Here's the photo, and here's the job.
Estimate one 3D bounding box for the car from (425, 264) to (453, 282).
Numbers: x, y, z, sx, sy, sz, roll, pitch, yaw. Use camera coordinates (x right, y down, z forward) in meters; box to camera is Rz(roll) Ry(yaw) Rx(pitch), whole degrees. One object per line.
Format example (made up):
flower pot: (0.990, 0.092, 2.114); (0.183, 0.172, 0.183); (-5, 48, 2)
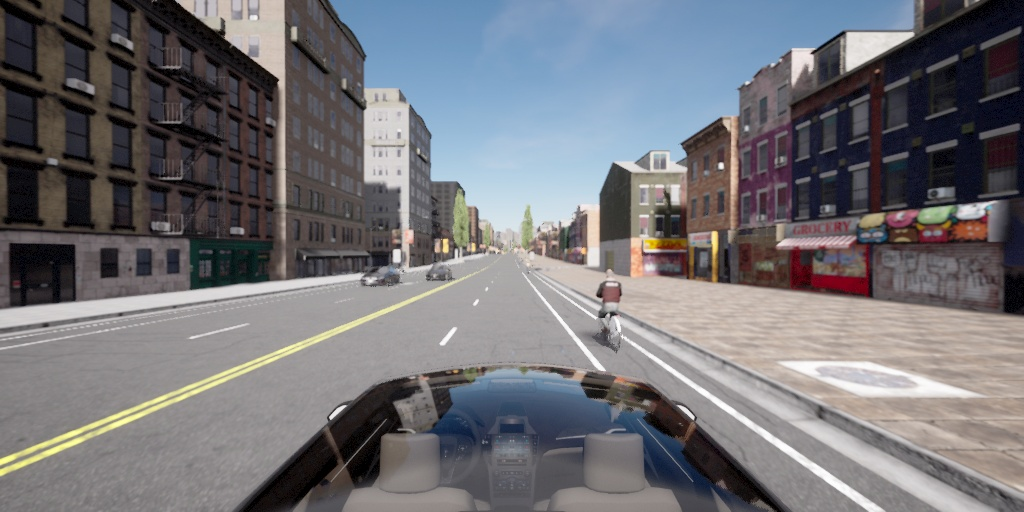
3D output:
car: (-6.686, 1.540, 33.284); (1.837, 1.490, 4.892); (0, -1, 0)

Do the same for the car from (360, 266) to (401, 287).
car: (-9.923, 1.521, 27.455); (1.812, 1.442, 4.674); (0, 0, 0)

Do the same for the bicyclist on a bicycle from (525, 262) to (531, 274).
bicyclist on a bicycle: (2.120, 1.535, 46.983); (0.866, 1.612, 1.509); (0, 0, 0)

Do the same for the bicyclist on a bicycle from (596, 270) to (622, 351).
bicyclist on a bicycle: (2.232, 1.196, 8.379); (0.659, 1.776, 1.843); (0, 0, 0)
